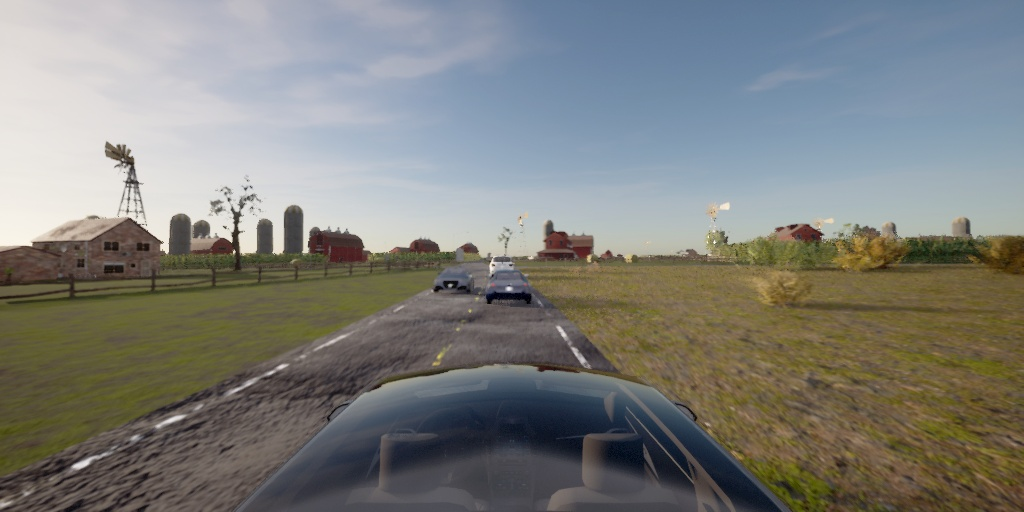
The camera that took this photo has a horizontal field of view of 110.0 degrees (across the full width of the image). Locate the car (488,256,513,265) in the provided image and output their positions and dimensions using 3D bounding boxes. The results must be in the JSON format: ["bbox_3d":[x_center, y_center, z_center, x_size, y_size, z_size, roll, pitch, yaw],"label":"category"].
[{"bbox_3d":[-1.026,0.977,34.149,2.150,2.045,5.566,0,0,-4],"label":"car"}]

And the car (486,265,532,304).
[{"bbox_3d":[-0.176,1.306,16.465,1.994,1.385,4.181,0,0,-2],"label":"car"}]

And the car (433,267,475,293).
[{"bbox_3d":[-3.203,1.307,20.430,1.994,1.385,4.181,0,0,-2],"label":"car"}]
